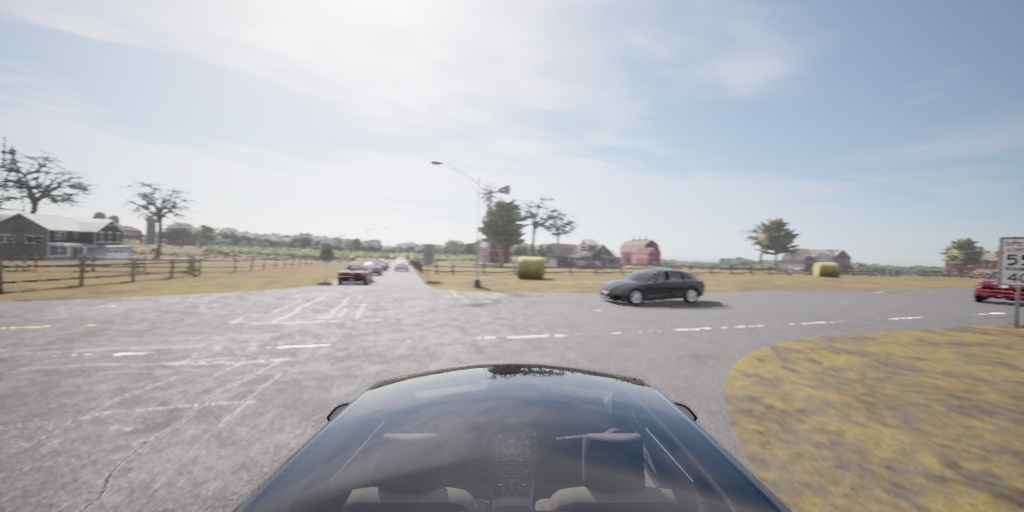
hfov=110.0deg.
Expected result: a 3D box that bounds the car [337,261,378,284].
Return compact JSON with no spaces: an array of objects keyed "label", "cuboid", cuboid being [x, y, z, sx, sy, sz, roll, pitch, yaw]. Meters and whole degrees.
[{"label":"car","cuboid":[-11.056,1.260,25.583,1.895,1.301,4.718,2,-1,-15]}]

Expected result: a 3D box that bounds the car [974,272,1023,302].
[{"label":"car","cuboid":[26.694,1.582,18.596,4.553,1.767,2.097,1,1,-17]}]

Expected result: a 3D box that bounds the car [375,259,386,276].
[{"label":"car","cuboid":[-14.429,1.255,36.832,1.994,1.385,4.181,2,-1,-17]}]

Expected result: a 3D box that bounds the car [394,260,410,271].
[{"label":"car","cuboid":[-15.689,1.374,51.079,1.812,1.442,4.674,2,-1,-17]}]

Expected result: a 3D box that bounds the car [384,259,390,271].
[{"label":"car","cuboid":[-17.863,1.256,48.338,1.812,1.442,4.674,2,-1,-16]}]

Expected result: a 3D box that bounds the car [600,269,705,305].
[{"label":"car","cuboid":[6.411,1.345,16.418,4.892,1.490,1.837,-1,1,-16]}]
